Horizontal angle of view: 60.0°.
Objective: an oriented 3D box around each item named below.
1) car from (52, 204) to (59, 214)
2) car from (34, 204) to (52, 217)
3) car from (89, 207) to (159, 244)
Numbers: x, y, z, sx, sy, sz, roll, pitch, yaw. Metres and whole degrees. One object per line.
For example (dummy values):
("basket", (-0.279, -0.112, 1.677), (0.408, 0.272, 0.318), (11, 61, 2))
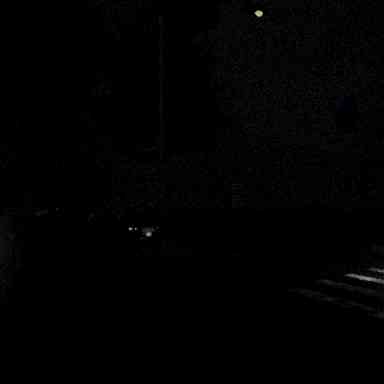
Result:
("car", (-20.619, 2.433, 47.923), (2.033, 1.411, 5.357), (0, -1, -34))
("car", (-18.425, 2.321, 39.549), (1.895, 1.301, 4.718), (0, -1, -34))
("car", (-3.326, 1.695, 17.139), (2.128, 1.511, 4.902), (0, -1, -34))
